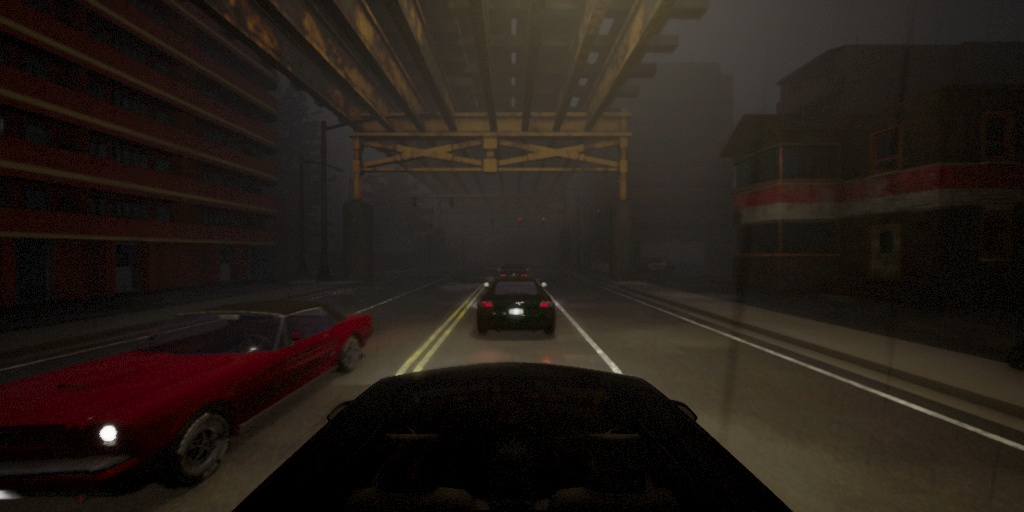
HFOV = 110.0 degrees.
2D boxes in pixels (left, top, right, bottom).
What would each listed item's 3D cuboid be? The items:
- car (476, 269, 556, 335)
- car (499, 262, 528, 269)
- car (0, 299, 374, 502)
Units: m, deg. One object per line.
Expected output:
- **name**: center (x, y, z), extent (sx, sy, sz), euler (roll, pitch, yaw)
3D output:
- **car**: center (0.100, 1.242, 10.267), extent (1.994, 1.385, 4.181), euler (0, 0, 0)
- **car**: center (0.098, 1.105, 22.652), extent (2.033, 1.411, 5.357), euler (0, 1, 0)
- **car**: center (-3.600, 1.329, 4.697), extent (1.895, 1.301, 4.718), euler (0, 0, 0)
